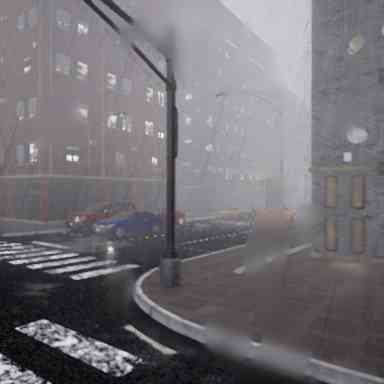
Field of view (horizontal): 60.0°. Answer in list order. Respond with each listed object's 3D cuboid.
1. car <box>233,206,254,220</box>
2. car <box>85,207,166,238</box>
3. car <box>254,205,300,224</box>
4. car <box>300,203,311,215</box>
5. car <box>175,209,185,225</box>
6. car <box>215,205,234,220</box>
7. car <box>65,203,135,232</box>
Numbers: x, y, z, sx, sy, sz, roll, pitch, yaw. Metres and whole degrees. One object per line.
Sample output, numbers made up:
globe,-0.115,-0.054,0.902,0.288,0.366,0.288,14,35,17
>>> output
car,6.436,2.209,34.024,1.895,1.301,4.718,0,-1,35
car,-3.681,1.819,19.788,1.812,1.442,4.674,0,-1,37
car,7.891,1.934,30.547,2.097,1.767,4.553,0,-1,35
car,16.610,2.425,48.208,1.837,1.490,4.892,0,-1,35
car,-2.325,1.938,26.174,1.887,1.381,4.507,-1,-2,35
car,4.165,2.122,35.329,1.752,1.417,4.829,-1,-2,35
car,-5.618,1.606,21.533,2.192,1.841,5.009,-1,-2,35
